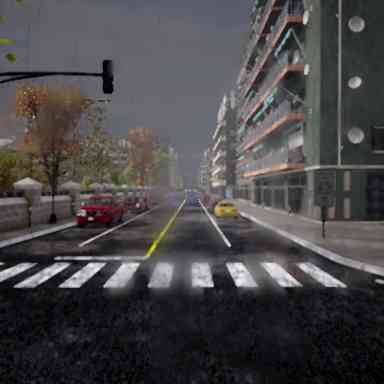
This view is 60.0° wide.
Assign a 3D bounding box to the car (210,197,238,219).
[{"bbox_3d":[2.688,1.339,26.919,1.752,1.417,4.829,0,0,0],"label":"car"}]

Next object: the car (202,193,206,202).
[{"bbox_3d":[2.689,1.145,59.960,1.887,1.381,4.507,0,0,0],"label":"car"}]

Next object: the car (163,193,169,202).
[{"bbox_3d":[-5.691,1.183,59.960,1.802,1.307,4.206,0,0,0],"label":"car"}]

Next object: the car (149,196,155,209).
[{"bbox_3d":[-5.692,1.287,37.820,1.887,1.381,4.507,0,0,0],"label":"car"}]

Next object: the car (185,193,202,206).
[{"bbox_3d":[0.005,1.234,46.525,2.033,1.411,5.357,0,0,0],"label":"car"}]

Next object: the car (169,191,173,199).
[{"bbox_3d":[-5.692,1.059,70.860,1.752,1.417,4.829,0,0,0],"label":"car"}]

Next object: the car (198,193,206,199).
[{"bbox_3d":[2.689,0.998,87.636,1.947,1.339,4.313,0,0,0],"label":"car"}]

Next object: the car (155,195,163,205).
[{"bbox_3d":[-5.692,1.253,48.889,1.802,1.307,4.206,0,0,0],"label":"car"}]

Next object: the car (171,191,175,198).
[{"bbox_3d":[-5.692,1.050,76.565,2.008,1.369,4.403,0,0,0],"label":"car"}]

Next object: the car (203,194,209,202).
[{"bbox_3d":[2.688,1.293,37.820,2.008,1.369,4.403,0,0,0],"label":"car"}]

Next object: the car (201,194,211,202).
[{"bbox_3d":[2.689,1.111,65.495,1.887,1.381,4.507,0,0,0],"label":"car"}]

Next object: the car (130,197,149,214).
[{"bbox_3d":[-5.693,1.219,32.284,1.967,1.590,4.097,0,0,0],"label":"car"}]

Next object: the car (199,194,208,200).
[{"bbox_3d":[2.689,1.065,76.566,1.947,1.339,4.313,0,0,0],"label":"car"}]

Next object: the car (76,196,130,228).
[{"bbox_3d":[-5.693,1.167,21.212,2.192,1.841,5.009,0,0,0],"label":"car"}]

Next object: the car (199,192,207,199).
[{"bbox_3d":[2.688,0.906,82.100,1.967,1.590,4.097,0,0,0],"label":"car"}]

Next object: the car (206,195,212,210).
[{"bbox_3d":[2.688,1.323,32.284,1.887,1.381,4.507,0,0,0],"label":"car"}]

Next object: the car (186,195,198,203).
[{"bbox_3d":[0.003,1.184,56.935,1.994,1.385,4.181,0,0,0],"label":"car"}]
